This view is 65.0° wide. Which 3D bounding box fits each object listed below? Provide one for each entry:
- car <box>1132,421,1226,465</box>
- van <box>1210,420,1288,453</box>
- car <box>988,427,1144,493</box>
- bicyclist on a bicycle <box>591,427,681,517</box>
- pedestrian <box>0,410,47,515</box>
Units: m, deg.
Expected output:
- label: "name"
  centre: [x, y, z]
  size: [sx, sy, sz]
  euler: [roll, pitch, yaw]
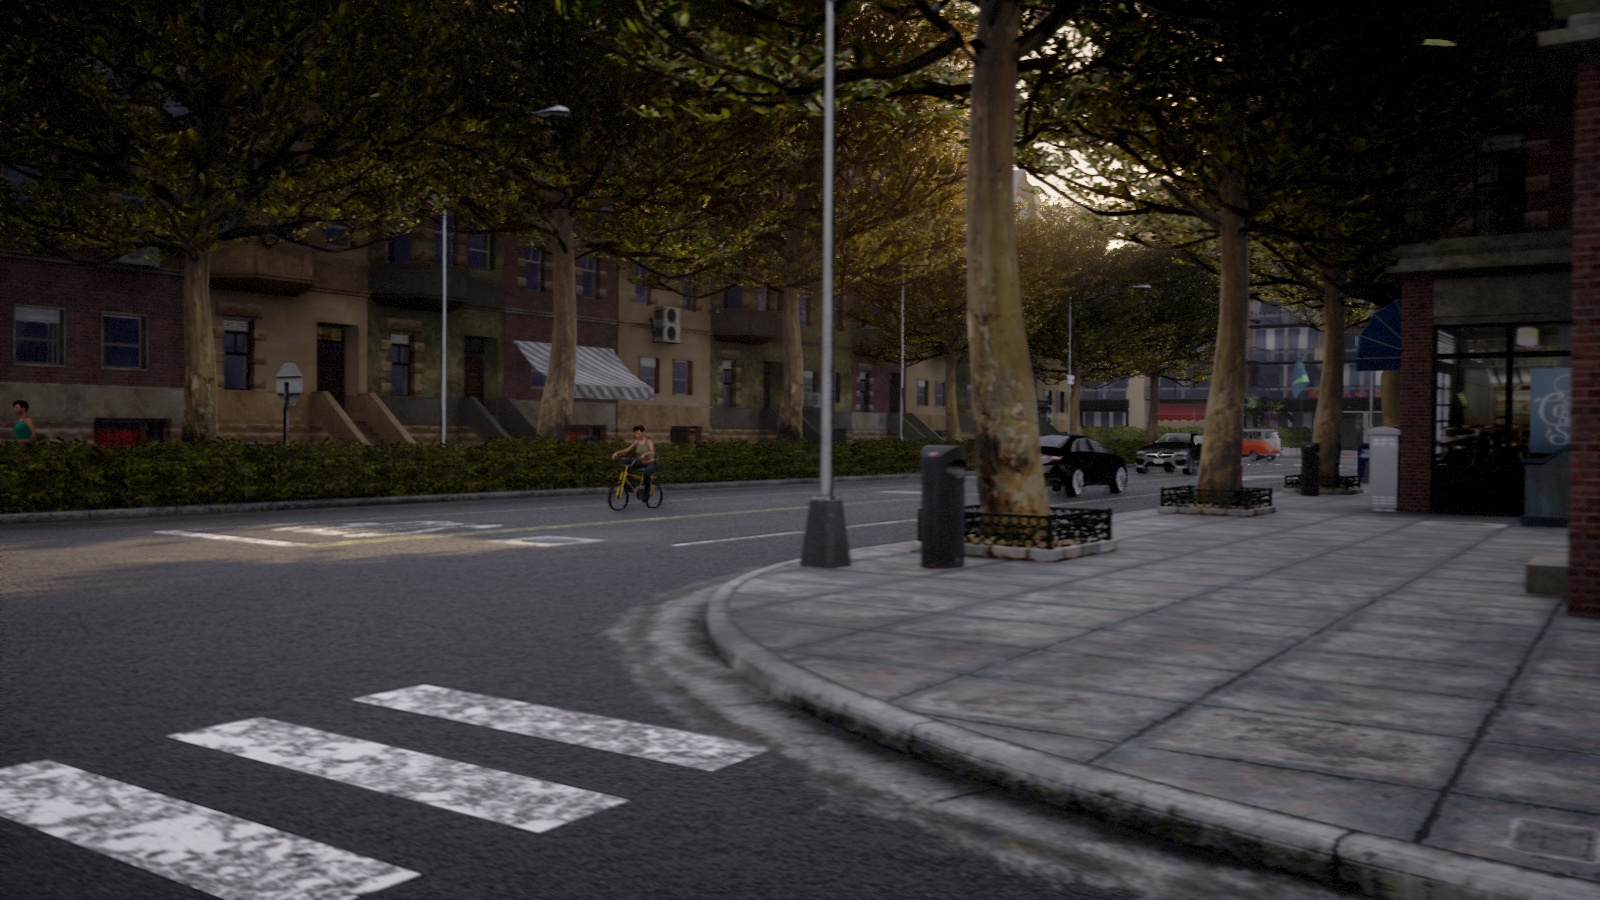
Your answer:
- label: "car"
  centre: [15.140, -0.303, 49.980]
  size: [2.152, 1.651, 5.027]
  euler: [0, 1, 34]
- label: "van"
  centre: [27.795, -0.823, 77.877]
  size: [1.775, 1.987, 4.442]
  euler: [-1, 1, -30]
- label: "car"
  centre: [6.778, 0.200, 31.603]
  size: [2.128, 1.511, 4.902]
  euler: [0, 1, 34]
- label: "bicyclist on a bicycle"
  centre: [-3.051, 0.383, 23.441]
  size: [0.866, 1.612, 1.509]
  euler: [0, 1, 35]
- label: "pedestrian"
  centre: [-13.796, 0.221, 22.317]
  size: [0.345, 1.836, 0.594]
  euler: [0, 1, 36]
